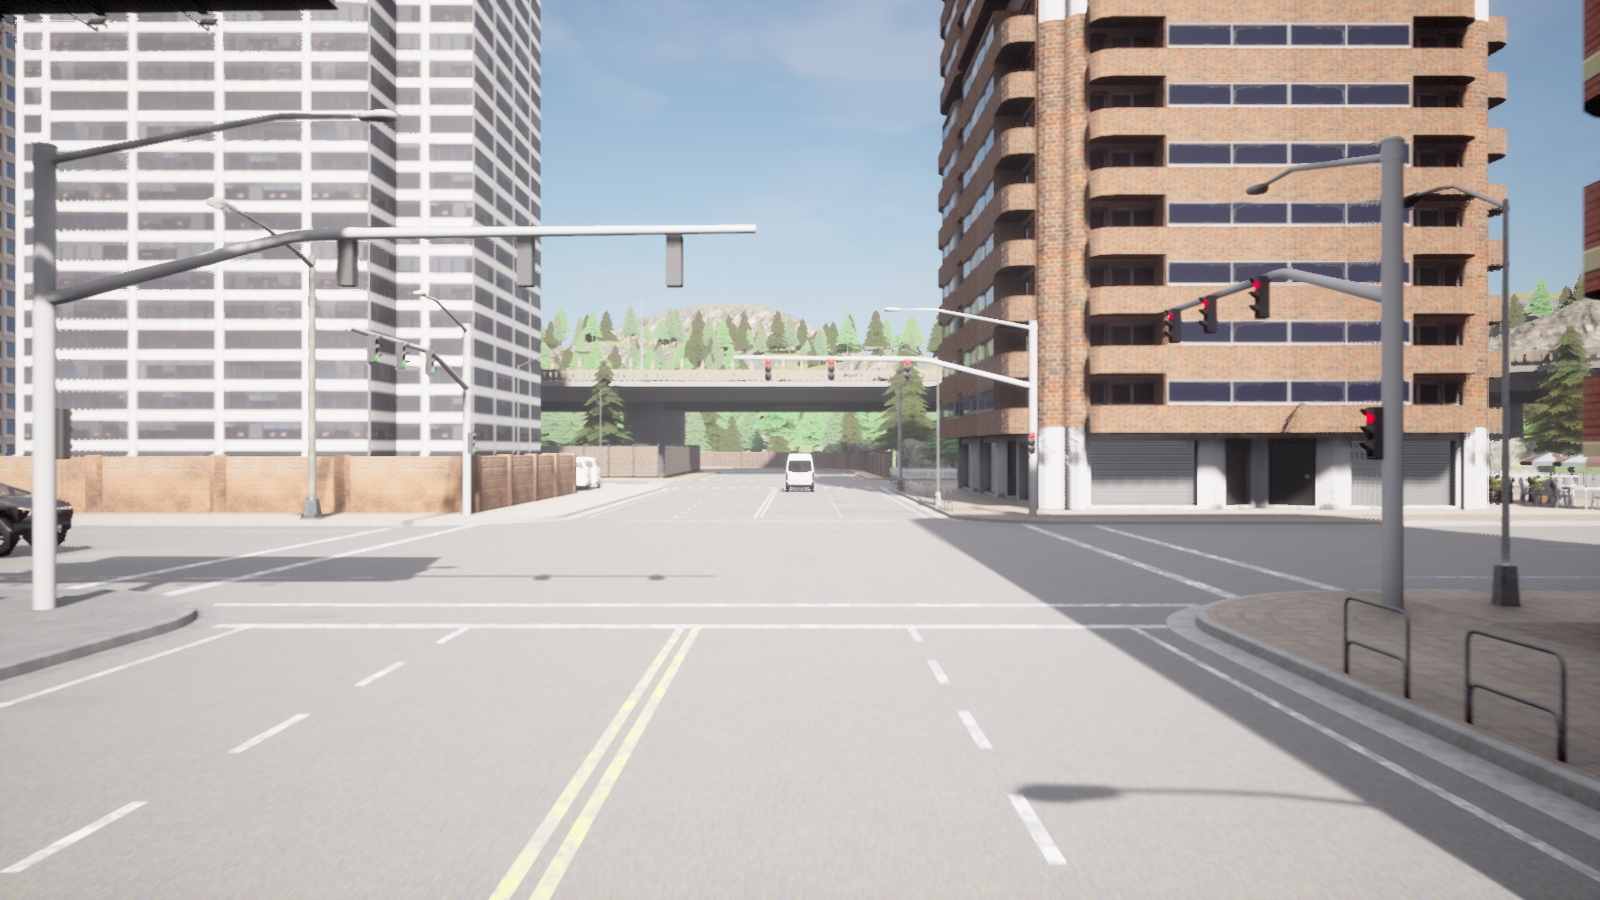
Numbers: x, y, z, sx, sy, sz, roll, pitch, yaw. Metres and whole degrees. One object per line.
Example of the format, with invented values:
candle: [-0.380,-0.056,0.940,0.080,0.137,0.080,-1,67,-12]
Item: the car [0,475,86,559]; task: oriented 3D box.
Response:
car: [-23.037,1.754,30.643,6.274,2.098,2.390,0,0,0]
